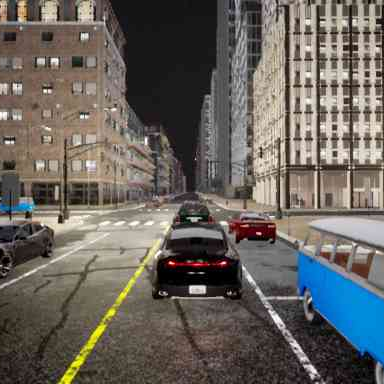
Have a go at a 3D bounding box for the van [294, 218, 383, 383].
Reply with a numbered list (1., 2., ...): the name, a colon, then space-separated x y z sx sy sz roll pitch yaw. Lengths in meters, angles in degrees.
1. van: 2.702 1.341 4.509 1.690 1.788 3.998 1 0 0

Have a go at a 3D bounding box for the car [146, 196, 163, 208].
1. car: -5.667 1.562 48.109 1.802 1.307 4.206 1 0 0

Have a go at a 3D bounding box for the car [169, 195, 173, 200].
1. car: -5.659 1.503 70.715 2.008 1.369 4.403 1 0 0

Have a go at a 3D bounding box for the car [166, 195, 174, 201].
1. car: -5.653 1.456 87.501 1.752 1.417 4.829 1 0 0

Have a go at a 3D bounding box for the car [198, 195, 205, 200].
1. car: 2.728 1.503 93.318 1.802 1.307 4.206 1 0 0

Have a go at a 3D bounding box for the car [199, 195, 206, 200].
1. car: 2.727 1.455 87.837 1.752 1.417 4.829 1 0 0

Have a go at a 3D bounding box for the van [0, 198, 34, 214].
1. van: -19.726 1.517 36.984 3.998 1.788 1.690 0 0 1

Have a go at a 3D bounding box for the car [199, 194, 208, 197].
1. car: 2.718 1.517 59.409 2.008 1.369 4.403 1 0 0

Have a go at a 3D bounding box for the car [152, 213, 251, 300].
1. car: 0.103 1.504 8.391 1.837 1.490 4.892 0 0 0

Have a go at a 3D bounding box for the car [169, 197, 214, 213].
1. car: 0.075 1.348 17.484 2.097 1.767 4.553 0 0 -1

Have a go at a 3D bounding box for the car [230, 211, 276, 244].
1. car: 2.703 1.542 15.663 1.887 1.381 4.507 1 0 0

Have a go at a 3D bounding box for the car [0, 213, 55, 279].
1. car: -5.680 1.565 10.094 1.947 1.339 4.313 1 0 0

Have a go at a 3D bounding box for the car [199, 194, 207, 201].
1. car: 2.726 1.378 82.016 1.967 1.590 4.097 1 0 0

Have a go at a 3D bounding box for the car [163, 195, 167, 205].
1. car: -5.663 1.414 53.762 1.967 1.590 4.097 1 0 0

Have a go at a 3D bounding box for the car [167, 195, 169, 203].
1. car: -5.663 1.549 59.413 1.802 1.307 4.206 1 0 0
